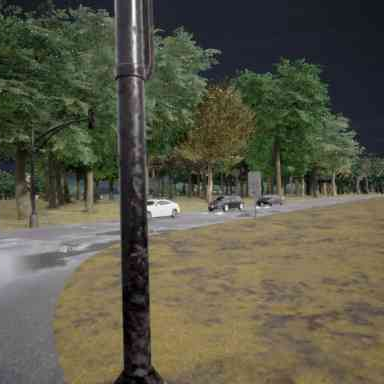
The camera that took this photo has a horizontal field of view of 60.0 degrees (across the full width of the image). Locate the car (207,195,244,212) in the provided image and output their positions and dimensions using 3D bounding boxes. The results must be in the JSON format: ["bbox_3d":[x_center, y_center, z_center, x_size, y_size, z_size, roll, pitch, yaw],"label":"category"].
[{"bbox_3d":[3.354,1.087,32.537,1.837,1.490,4.892,-3,-1,37],"label":"car"}]

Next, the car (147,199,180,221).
[{"bbox_3d":[-2.779,1.268,24.469,1.812,1.442,4.674,-3,-1,37],"label":"car"}]

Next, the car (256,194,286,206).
[{"bbox_3d":[9.766,0.970,40.948,2.033,1.411,5.357,-3,-1,37],"label":"car"}]
